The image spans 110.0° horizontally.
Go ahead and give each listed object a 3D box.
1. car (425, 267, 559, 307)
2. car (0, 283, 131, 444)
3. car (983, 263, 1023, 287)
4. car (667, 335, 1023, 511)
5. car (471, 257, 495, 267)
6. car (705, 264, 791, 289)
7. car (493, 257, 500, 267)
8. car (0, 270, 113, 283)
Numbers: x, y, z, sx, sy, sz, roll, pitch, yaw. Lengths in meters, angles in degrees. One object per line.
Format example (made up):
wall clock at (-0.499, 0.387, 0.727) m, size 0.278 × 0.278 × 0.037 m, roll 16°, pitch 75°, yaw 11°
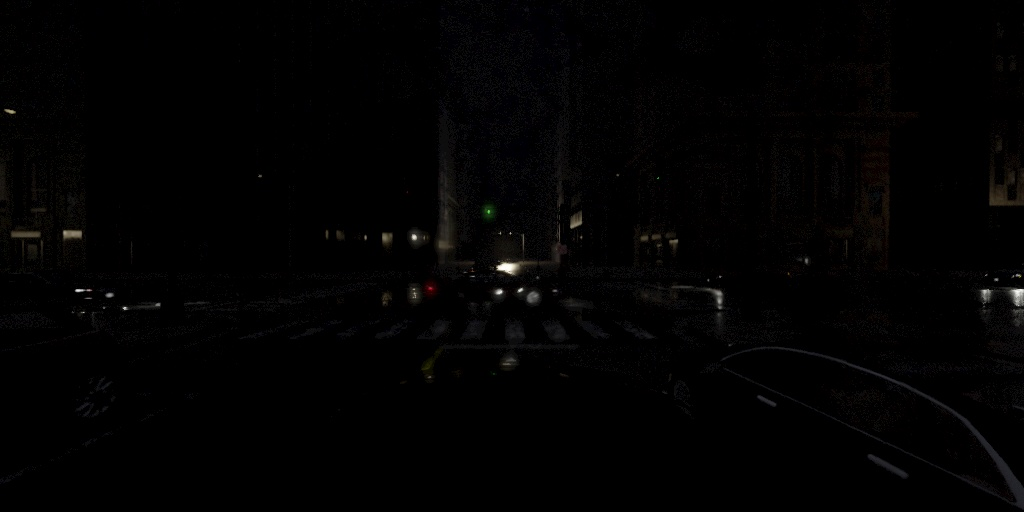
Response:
car at (-0.810, 1.306, 14.966) m, size 5.357 × 1.411 × 2.033 m, roll 0°, pitch 0°, yaw 0°
car at (-5.765, 1.187, 2.708) m, size 1.967 × 1.591 × 4.097 m, roll 0°, pitch 0°, yaw 0°
car at (31.634, 1.138, 21.694) m, size 4.674 × 1.442 × 1.812 m, roll 0°, pitch 0°, yaw 0°
car at (2.760, 1.298, 2.748) m, size 2.007 × 1.370 × 4.403 m, roll 0°, pitch 0°, yaw 0°
car at (-3.125, 1.181, 37.302) m, size 1.837 × 1.490 × 4.892 m, roll 0°, pitch 0°, yaw 0°
car at (14.171, 1.185, 21.629) m, size 4.674 × 1.442 × 1.812 m, roll 0°, pitch 0°, yaw 0°
car at (-3.165, 1.196, 52.144) m, size 2.033 × 1.411 × 5.357 m, roll 0°, pitch 0°, yaw 0°
car at (-19.179, 1.337, 14.891) m, size 4.902 × 1.511 × 2.128 m, roll 1°, pitch 0°, yaw 0°
